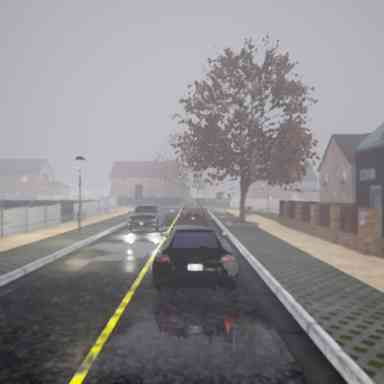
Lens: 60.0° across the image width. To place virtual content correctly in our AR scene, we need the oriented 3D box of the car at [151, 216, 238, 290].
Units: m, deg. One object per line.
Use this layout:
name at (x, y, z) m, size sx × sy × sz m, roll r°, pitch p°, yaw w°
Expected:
car at (0.078, 1.578, 9.110) m, size 1.994 × 1.385 × 4.181 m, roll 0°, pitch 0°, yaw 0°

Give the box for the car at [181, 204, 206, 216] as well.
car at (0.091, 1.652, 26.693) m, size 1.895 × 1.301 × 4.718 m, roll 0°, pitch 0°, yaw 0°

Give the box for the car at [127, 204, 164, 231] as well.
car at (-2.839, 1.543, 21.160) m, size 1.837 × 1.490 × 4.892 m, roll 0°, pitch 0°, yaw 0°
